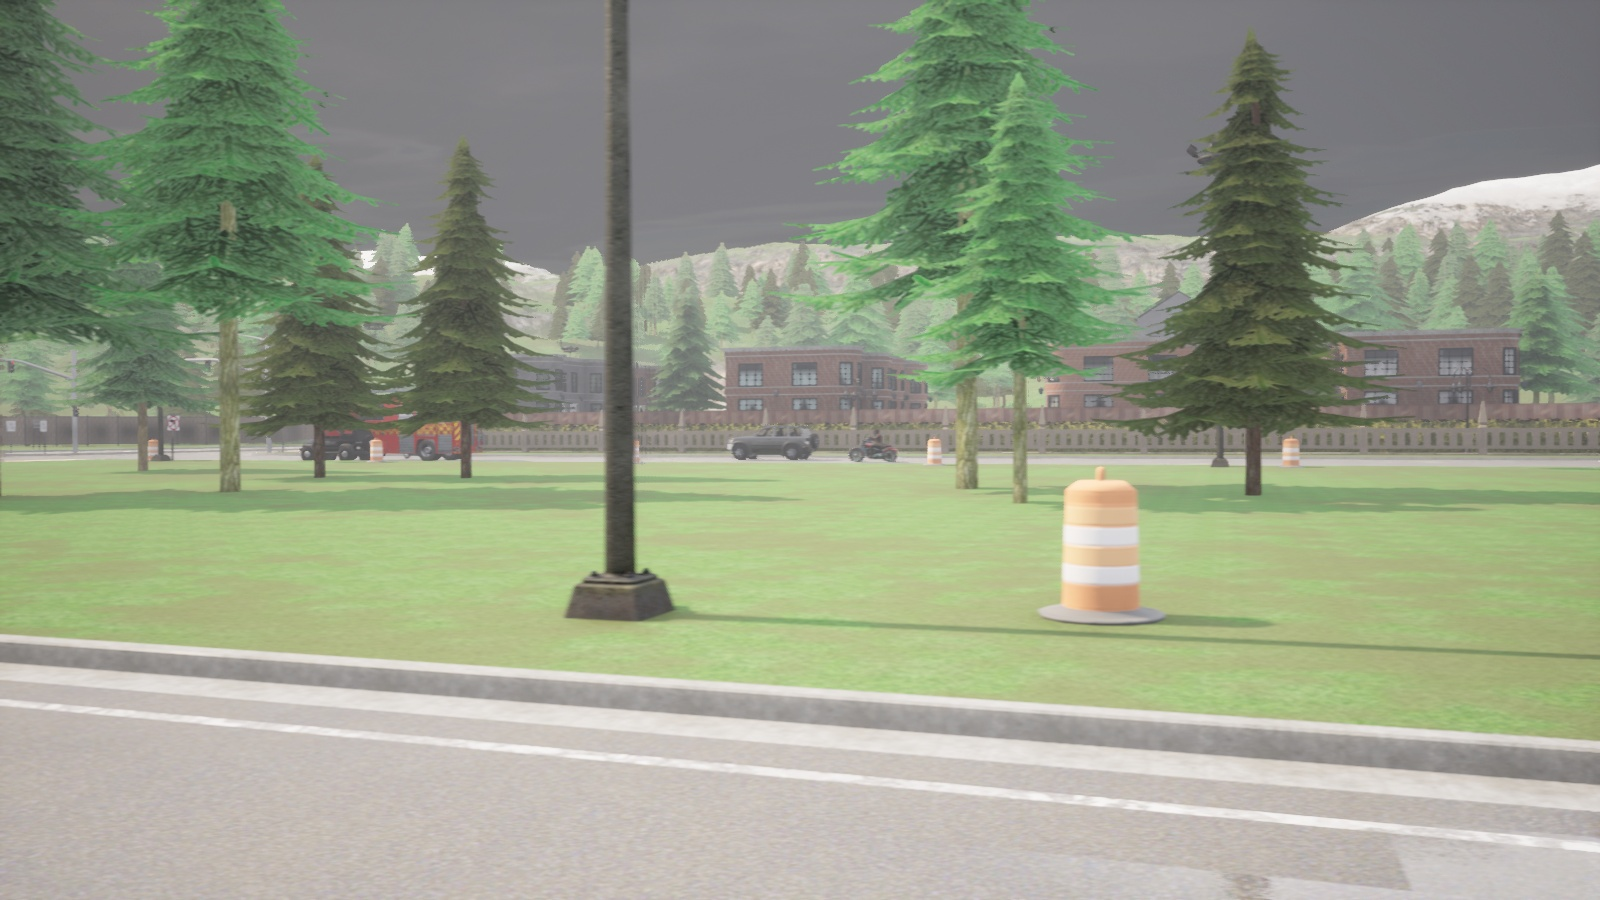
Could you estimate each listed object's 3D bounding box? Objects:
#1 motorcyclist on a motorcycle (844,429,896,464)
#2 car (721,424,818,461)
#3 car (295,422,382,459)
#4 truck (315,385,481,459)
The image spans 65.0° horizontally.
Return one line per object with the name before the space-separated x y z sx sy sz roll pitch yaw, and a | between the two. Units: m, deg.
motorcyclist on a motorcycle | 3.323 -0.165 59.568 2.350 1.649 0.766 0 1 18
car | -1.576 -0.402 64.889 4.605 1.855 1.932 1 1 18
car | -23.846 -0.507 64.934 3.866 1.878 1.905 1 1 19
truck | -21.746 -1.508 67.910 8.468 3.827 2.891 1 1 18
